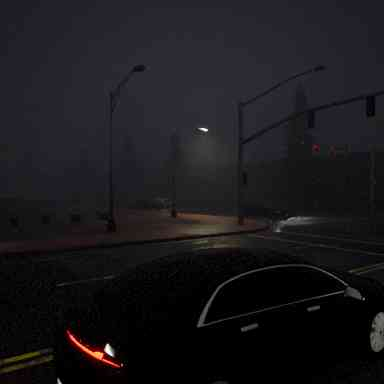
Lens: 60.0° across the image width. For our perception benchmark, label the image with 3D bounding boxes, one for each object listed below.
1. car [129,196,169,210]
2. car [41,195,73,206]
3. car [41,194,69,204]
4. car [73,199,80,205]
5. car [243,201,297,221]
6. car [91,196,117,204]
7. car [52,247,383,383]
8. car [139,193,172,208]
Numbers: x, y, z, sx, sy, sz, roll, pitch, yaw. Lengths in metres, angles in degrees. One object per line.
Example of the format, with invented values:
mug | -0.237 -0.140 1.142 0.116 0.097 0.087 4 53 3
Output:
car | -5.880 1.548 42.791 5.357 1.411 2.033 0 0 42
car | -22.129 1.578 52.413 5.357 1.411 2.033 0 0 16
car | -26.243 1.352 63.797 4.553 1.767 2.097 0 0 9
car | -21.131 1.493 55.767 5.008 1.535 1.882 0 0 16
car | 6.044 1.526 27.764 1.812 1.442 4.674 0 0 -36
car | -16.283 1.478 61.331 5.008 1.535 1.882 0 0 21
car | 0.813 1.505 4.378 4.892 1.490 1.837 0 0 -35
car | -5.291 1.223 46.879 5.566 2.045 2.150 0 0 39
